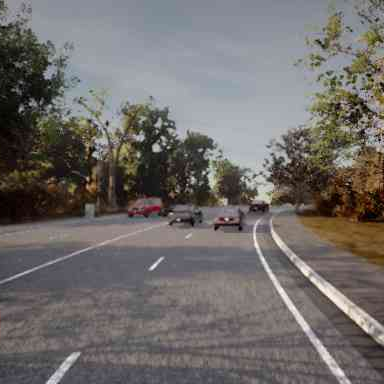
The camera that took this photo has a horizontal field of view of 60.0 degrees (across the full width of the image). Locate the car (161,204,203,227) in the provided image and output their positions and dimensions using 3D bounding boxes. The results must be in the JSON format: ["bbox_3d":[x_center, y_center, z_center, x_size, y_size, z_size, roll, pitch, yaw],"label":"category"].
[{"bbox_3d":[-0.393,1.707,24.850,2.128,1.511,4.902,-1,-1,12],"label":"car"}]

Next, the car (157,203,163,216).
[{"bbox_3d":[-1.570,2.016,34.812,1.895,1.301,4.718,-1,-1,17],"label":"car"}]

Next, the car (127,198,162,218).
[{"bbox_3d":[-4.915,1.669,35.862,2.150,2.045,5.566,-1,-1,17],"label":"car"}]

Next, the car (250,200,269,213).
[{"bbox_3d":[8.312,1.748,41.050,1.882,1.535,5.008,-1,-1,21],"label":"car"}]

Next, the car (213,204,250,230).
[{"bbox_3d":[2.619,1.713,22.473,2.033,1.411,5.357,-1,-1,12],"label":"car"}]
